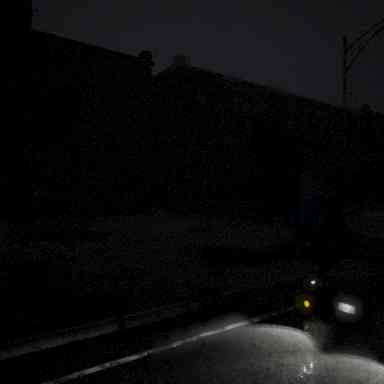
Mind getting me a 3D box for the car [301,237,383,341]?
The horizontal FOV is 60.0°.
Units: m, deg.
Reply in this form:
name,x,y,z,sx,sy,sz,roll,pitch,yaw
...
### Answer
name,x,y,z,sx,sy,sz,roll,pitch,yaw
car,3.956,1.569,6.164,4.181,1.385,1.994,0,0,-35
